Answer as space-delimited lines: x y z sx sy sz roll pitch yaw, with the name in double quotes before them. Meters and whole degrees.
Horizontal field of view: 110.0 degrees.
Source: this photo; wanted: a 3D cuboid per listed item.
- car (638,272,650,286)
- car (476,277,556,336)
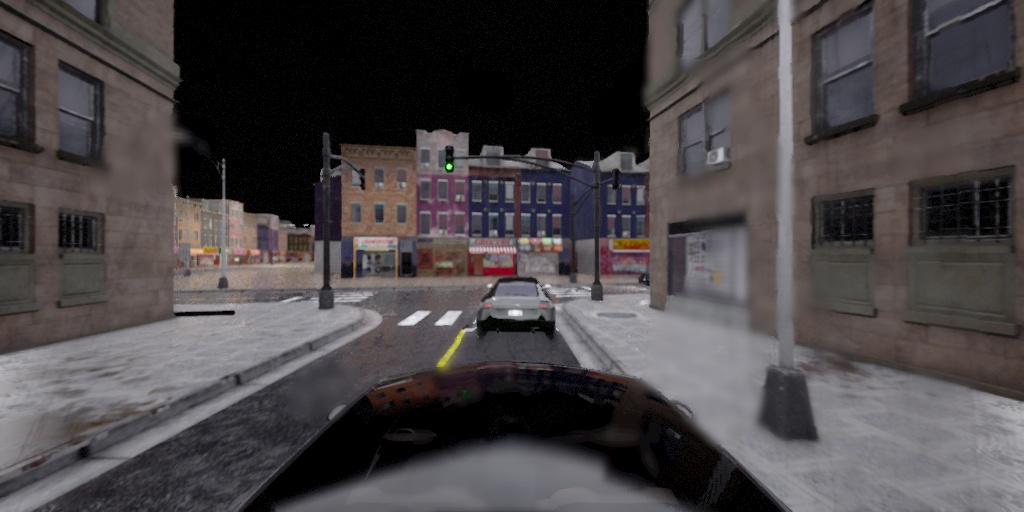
"car" 10.050 1.236 22.246 4.181 1.385 1.994 0 0 -10
"car" 0.190 1.288 10.339 1.994 1.385 4.181 0 0 3
